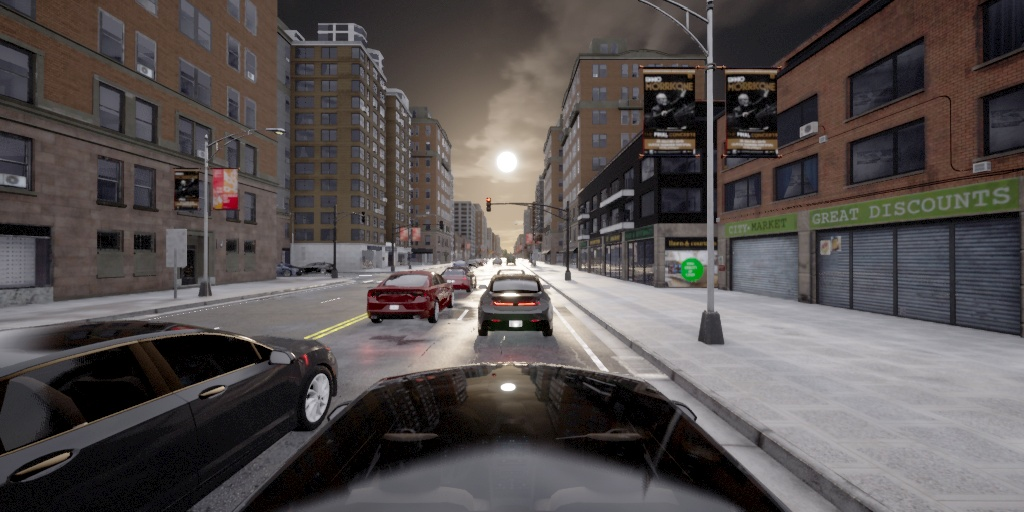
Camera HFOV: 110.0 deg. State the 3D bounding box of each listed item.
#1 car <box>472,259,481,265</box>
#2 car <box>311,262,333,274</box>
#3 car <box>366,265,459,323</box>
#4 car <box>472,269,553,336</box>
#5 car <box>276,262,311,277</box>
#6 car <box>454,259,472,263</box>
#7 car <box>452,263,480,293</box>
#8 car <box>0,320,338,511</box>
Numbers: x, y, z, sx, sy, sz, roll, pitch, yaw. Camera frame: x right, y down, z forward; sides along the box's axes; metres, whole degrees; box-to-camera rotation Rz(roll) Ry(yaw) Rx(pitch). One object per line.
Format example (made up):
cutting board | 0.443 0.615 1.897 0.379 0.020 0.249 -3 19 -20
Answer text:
car | -6.743 1.283 59.607 1.837 1.490 4.892 0 -1 0
car | -22.255 1.348 40.745 4.313 1.339 1.948 0 0 0
car | -3.179 1.229 12.123 1.882 1.535 5.008 0 0 0
car | 0.077 1.256 10.369 1.837 1.490 4.892 0 0 0
car | -22.725 1.316 35.264 4.181 1.385 1.994 0 0 0
car | -6.731 1.292 46.656 1.812 1.442 4.674 0 0 0
car | -3.199 1.317 21.017 1.994 1.385 4.181 0 0 -1
car | -3.152 1.255 2.689 1.837 1.490 4.892 0 0 0
